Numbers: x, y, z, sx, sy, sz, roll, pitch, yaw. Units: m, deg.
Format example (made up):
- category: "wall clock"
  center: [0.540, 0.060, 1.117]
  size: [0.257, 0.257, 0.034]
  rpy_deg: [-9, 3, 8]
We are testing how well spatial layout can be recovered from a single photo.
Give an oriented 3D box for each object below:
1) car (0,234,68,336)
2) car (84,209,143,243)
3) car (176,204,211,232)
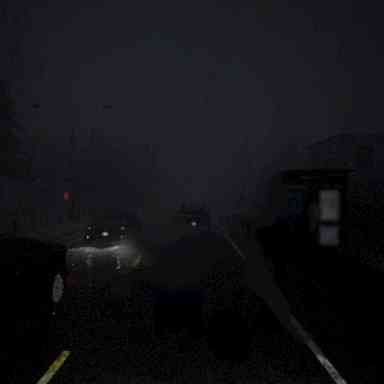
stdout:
- category: "car"
  center: [-3.588, 1.463, 5.128]
  size: [1.882, 1.535, 5.008]
  rpy_deg: [0, 0, 0]
- category: "car"
  center: [-3.533, 1.521, 15.570]
  size: [1.994, 1.385, 4.181]
  rpy_deg: [0, 0, 1]
- category: "car"
  center: [0.098, 1.437, 19.684]
  size: [2.128, 1.511, 4.902]
  rpy_deg: [0, 0, 0]
